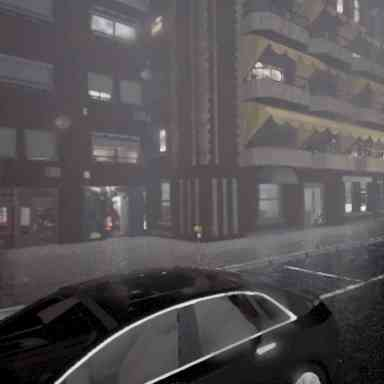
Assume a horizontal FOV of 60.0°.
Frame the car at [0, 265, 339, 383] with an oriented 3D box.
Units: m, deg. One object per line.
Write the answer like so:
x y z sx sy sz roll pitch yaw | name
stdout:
-0.625 1.556 2.910 4.892 1.490 1.837 -1 -1 -37 | car
